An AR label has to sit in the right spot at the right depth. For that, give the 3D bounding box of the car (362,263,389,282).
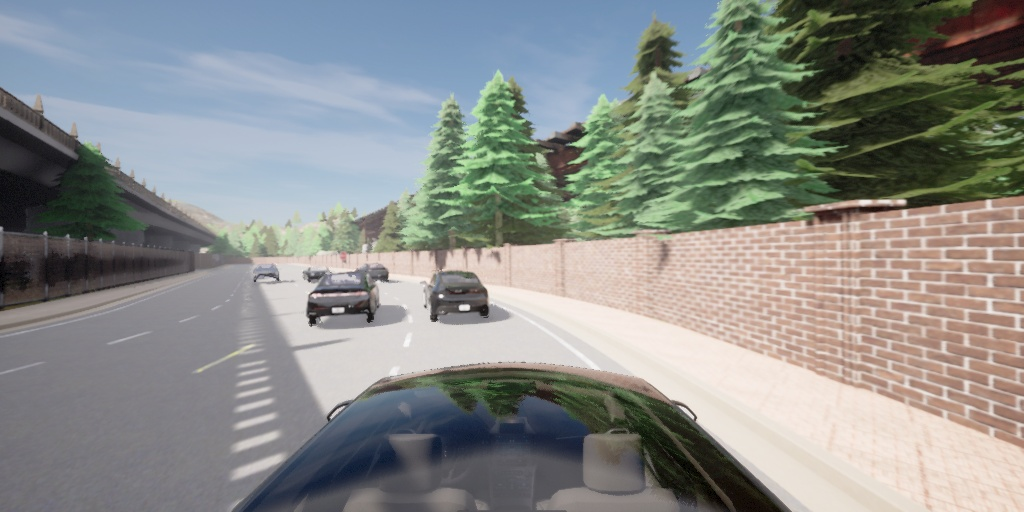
[{"bbox_3d":[-11.525,1.346,29.439,2.128,1.511,4.902,-1,0,-35],"label":"car"}]

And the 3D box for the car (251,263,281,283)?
[{"bbox_3d":[-20.645,1.323,30.136,2.033,1.411,5.357,-1,0,-35],"label":"car"}]

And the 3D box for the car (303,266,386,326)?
[{"bbox_3d":[-5.572,1.297,12.234,2.128,1.511,4.902,-1,0,-18],"label":"car"}]

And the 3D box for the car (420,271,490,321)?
[{"bbox_3d":[-2.100,1.262,12.723,1.837,1.490,4.892,0,0,-17],"label":"car"}]

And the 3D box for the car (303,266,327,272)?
[{"bbox_3d":[-16.791,1.524,30.914,1.895,1.301,4.718,-1,0,-35],"label":"car"}]
